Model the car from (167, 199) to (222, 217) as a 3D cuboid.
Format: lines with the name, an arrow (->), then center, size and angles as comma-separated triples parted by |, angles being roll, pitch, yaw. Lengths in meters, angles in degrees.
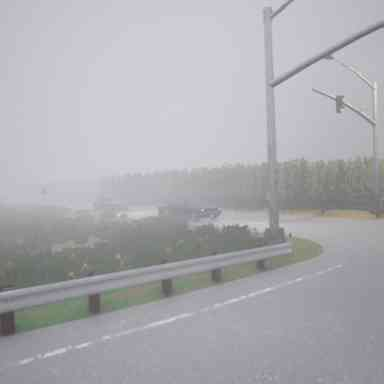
car -> -0.205, 1.166, 22.140 | 1.895, 1.301, 4.718 | -4, 2, -41

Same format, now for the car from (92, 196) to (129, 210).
car -> -7.627, 1.113, 30.827 | 1.837, 1.490, 4.892 | -4, 3, -40
